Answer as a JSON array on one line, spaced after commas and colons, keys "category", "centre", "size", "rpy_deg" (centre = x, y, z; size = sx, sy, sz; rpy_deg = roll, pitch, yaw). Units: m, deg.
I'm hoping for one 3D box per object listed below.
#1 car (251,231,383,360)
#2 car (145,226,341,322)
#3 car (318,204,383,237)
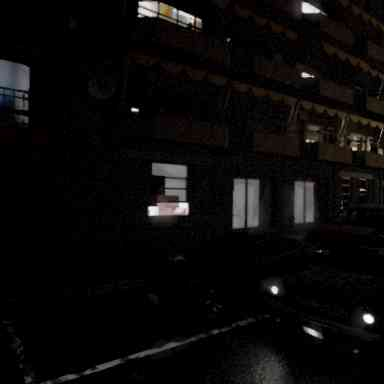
[{"category": "car", "centre": [3.447, 1.609, 5.836], "size": [4.718, 1.301, 1.895], "rpy_deg": [0, 0, -36]}, {"category": "car", "centre": [1.078, 1.573, 7.311], "size": [4.313, 1.339, 1.947], "rpy_deg": [0, 1, -35]}, {"category": "car", "centre": [5.709, 1.330, 10.608], "size": [5.009, 1.841, 2.192], "rpy_deg": [0, 1, -35]}]
